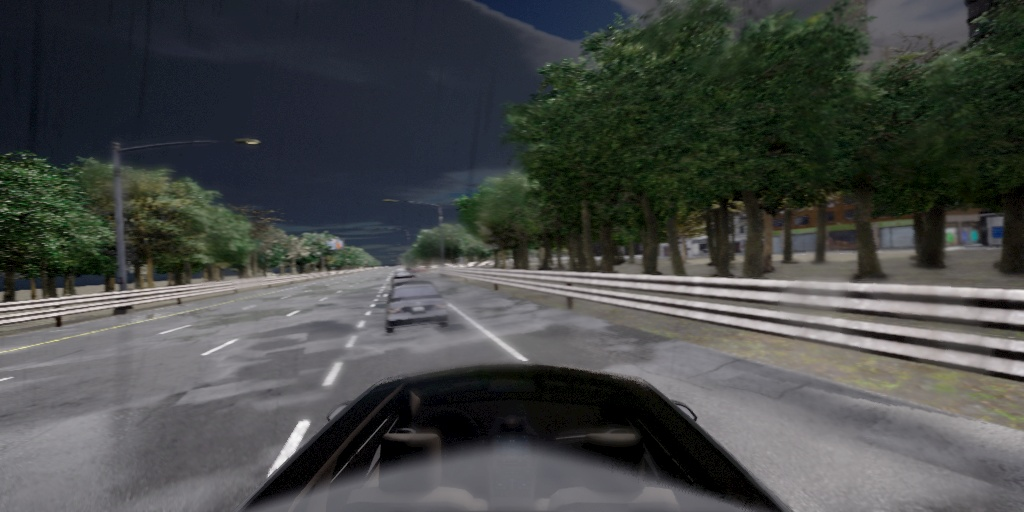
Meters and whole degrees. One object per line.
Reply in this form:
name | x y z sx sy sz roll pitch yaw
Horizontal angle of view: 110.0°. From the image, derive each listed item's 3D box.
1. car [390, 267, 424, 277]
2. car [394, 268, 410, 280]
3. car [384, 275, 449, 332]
car | -8.218 1.896 27.418 2.128 1.511 4.902 -3 0 -18
car | -15.378 2.504 50.330 1.812 1.442 4.674 -3 0 -15
car | -3.333 1.563 12.238 2.033 1.411 5.357 -3 0 -18
